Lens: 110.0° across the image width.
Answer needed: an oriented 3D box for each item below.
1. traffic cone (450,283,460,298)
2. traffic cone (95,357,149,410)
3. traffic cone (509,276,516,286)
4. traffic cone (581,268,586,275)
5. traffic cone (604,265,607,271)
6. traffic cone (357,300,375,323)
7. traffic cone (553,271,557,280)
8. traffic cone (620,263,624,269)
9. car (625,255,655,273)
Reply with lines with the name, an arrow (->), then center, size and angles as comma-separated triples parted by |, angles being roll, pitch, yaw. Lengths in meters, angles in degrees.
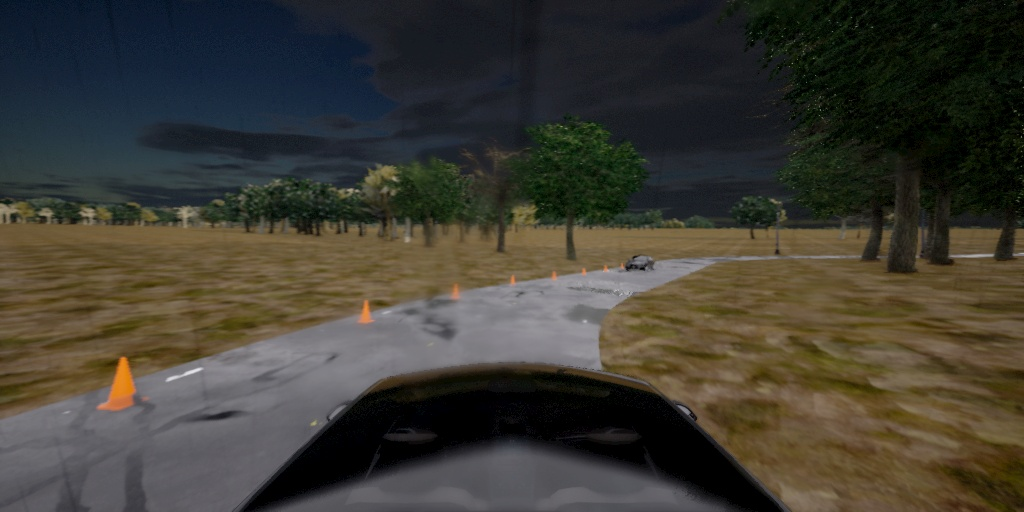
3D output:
traffic cone -> -2.350, 1.438, 14.972 | 0.340, 0.580, 0.340 | 0, 0, 22
traffic cone -> -4.915, 1.571, 4.532 | 0.340, 0.580, 0.340 | 0, 0, 5
traffic cone -> 0.038, 1.362, 19.803 | 0.340, 0.580, 0.340 | 0, 0, 30
traffic cone -> 5.662, 1.191, 28.268 | 0.340, 0.580, 0.340 | 0, 0, 34
traffic cone -> 8.457, 1.091, 32.414 | 0.340, 0.580, 0.340 | 0, 0, 34
traffic cone -> -4.012, 1.509, 9.847 | 0.340, 0.580, 0.340 | 0, 0, 14
traffic cone -> 2.867, 1.282, 24.124 | 0.340, 0.580, 0.340 | 0, 0, 34
traffic cone -> 11.253, 0.991, 36.559 | 0.340, 0.580, 0.340 | 0, 0, 34
car -> 12.137, 0.683, 33.789 | 1.837, 1.490, 4.892 | 3, 3, 34
